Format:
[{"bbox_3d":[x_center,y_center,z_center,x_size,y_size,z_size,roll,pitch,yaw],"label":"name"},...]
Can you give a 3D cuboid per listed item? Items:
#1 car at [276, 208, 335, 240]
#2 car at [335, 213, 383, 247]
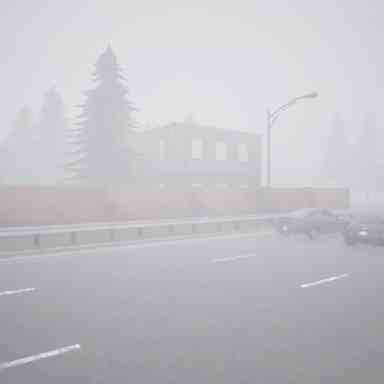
[{"bbox_3d":[6.236,1.532,16.916,4.674,1.442,1.812,0,0,-35],"label":"car"},{"bbox_3d":[8.269,1.571,14.066,4.181,1.385,1.994,0,0,-35],"label":"car"}]
